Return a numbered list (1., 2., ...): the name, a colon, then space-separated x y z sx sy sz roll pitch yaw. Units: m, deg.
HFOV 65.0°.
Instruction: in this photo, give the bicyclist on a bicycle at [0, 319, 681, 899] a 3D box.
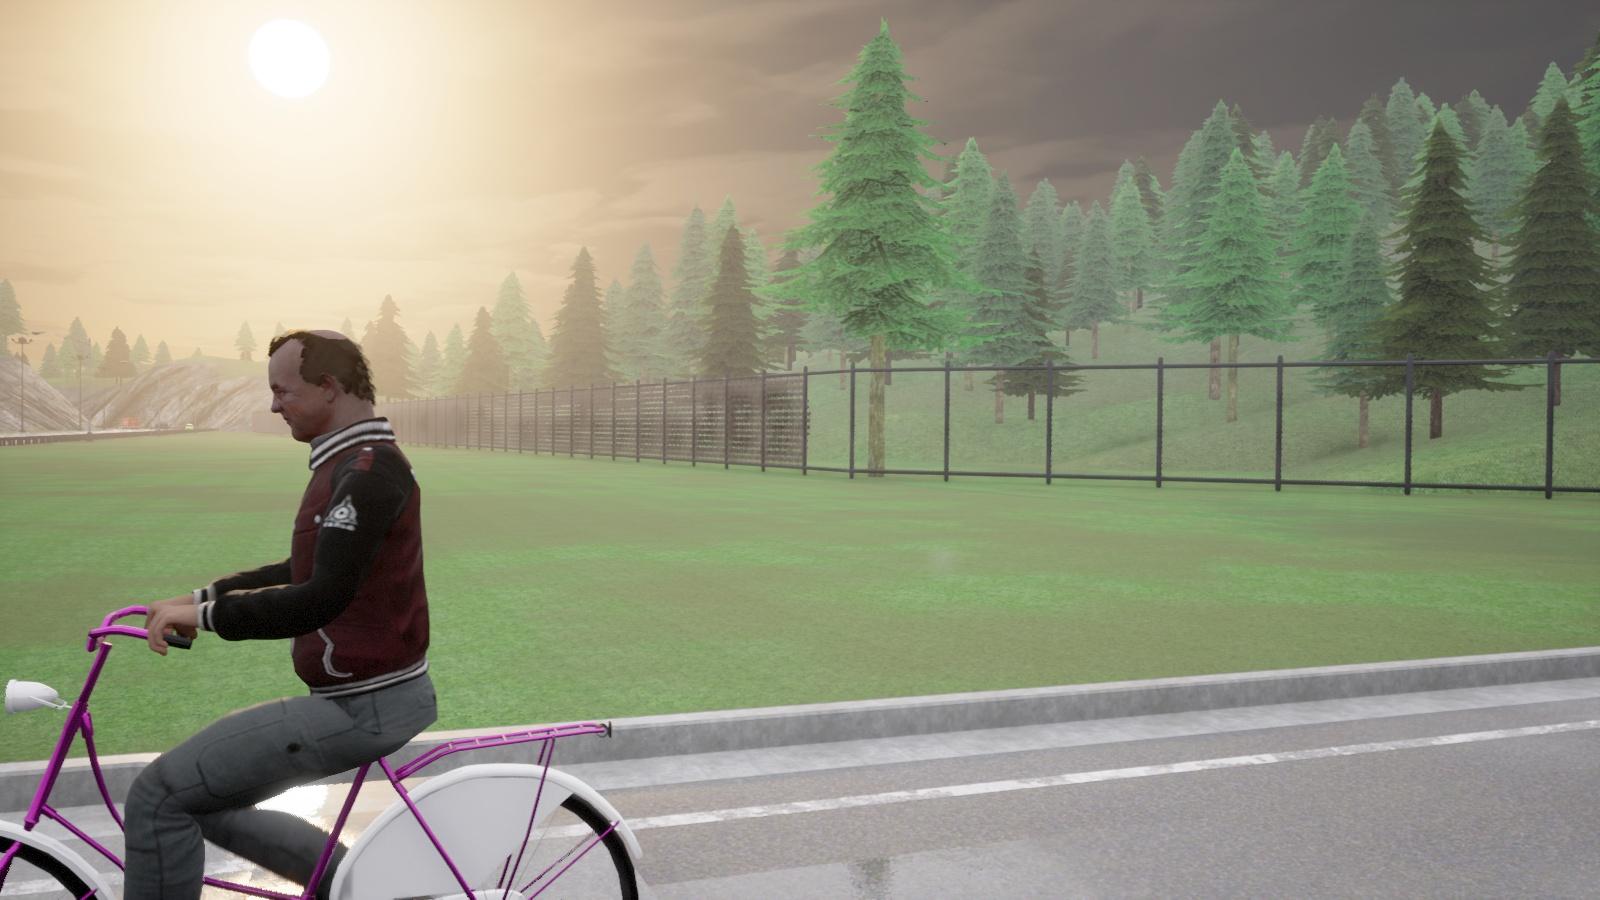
1. bicyclist on a bicycle: -1.247 0.637 2.764 1.843 1.776 0.659 -1 1 -21
